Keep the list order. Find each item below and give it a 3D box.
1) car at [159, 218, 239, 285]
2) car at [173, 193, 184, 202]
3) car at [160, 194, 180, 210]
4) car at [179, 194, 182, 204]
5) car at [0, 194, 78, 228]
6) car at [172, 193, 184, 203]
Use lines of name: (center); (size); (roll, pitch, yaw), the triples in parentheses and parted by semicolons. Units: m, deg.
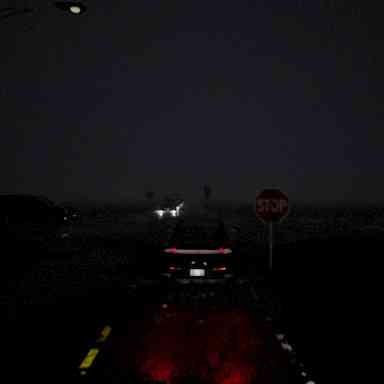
car: (0.260, 1.481, 9.437); (2.128, 1.511, 4.902); (0, 0, 4)
car: (-2.907, 1.185, 73.423); (2.150, 2.045, 5.566); (0, 0, 0)
car: (-2.917, 1.442, 42.625); (1.882, 1.535, 5.008); (0, 0, 0)
car: (-2.920, 1.487, 52.589); (1.812, 1.442, 4.674); (0, 0, 0)
car: (-10.375, 1.182, 21.532); (5.566, 2.045, 2.150); (0, 1, 0)
car: (-2.888, 1.181, 63.041); (2.150, 2.045, 5.566); (0, 0, 0)
